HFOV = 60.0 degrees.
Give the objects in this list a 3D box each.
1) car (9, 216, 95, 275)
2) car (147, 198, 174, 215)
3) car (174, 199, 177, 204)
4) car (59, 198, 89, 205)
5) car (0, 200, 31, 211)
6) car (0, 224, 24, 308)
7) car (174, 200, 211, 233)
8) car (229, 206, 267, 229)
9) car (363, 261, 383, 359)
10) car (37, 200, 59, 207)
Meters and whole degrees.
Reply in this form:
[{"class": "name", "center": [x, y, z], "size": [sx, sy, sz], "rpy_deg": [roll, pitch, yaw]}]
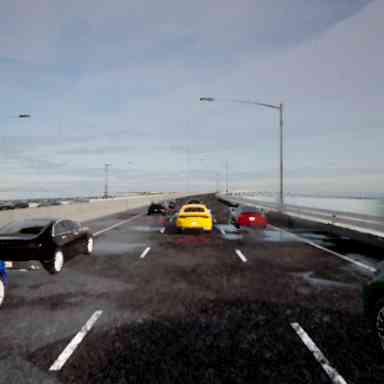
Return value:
[{"class": "car", "center": [-4.557, 1.526, 10.560], "size": [1.837, 1.490, 4.892], "rpy_deg": [0, 0, 0]}, {"class": "car", "center": [-3.349, 1.534, 33.828], "size": [2.128, 1.511, 4.902], "rpy_deg": [0, 0, 1]}, {"class": "car", "center": [-3.236, 1.545, 47.466], "size": [2.128, 1.511, 4.902], "rpy_deg": [0, 0, 1]}, {"class": "car", "center": [-13.904, 1.558, 40.676], "size": [2.128, 1.511, 4.902], "rpy_deg": [0, 0, 1]}, {"class": "car", "center": [-20.917, 1.642, 39.356], "size": [1.994, 1.385, 4.181], "rpy_deg": [0, 0, 1]}, {"class": "car", "center": [-4.555, 1.492, 4.569], "size": [1.882, 1.535, 5.008], "rpy_deg": [0, 0, 0]}, {"class": "car", "center": [0.122, 1.501, 19.906], "size": [1.882, 1.535, 5.008], "rpy_deg": [0, 0, 0]}, {"class": "car", "center": [3.632, 1.583, 22.045], "size": [1.994, 1.385, 4.181], "rpy_deg": [0, 0, 0]}, {"class": "car", "center": [3.595, 1.219, 2.503], "size": [2.150, 2.045, 5.566], "rpy_deg": [0, 0, -1]}, {"class": "car", "center": [-17.397, 1.638, 40.951], "size": [1.994, 1.385, 4.181], "rpy_deg": [0, 0, 1]}]
